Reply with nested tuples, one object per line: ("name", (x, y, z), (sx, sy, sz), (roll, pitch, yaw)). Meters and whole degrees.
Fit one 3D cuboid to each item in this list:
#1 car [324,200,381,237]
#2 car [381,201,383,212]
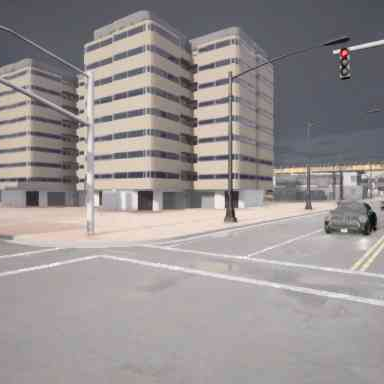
("car", (8.836, 1.345, 18.356), (2.097, 1.767, 4.553), (0, 0, 35))
("car", (22.960, 1.485, 38.324), (2.128, 1.511, 4.902), (0, 0, 35))
